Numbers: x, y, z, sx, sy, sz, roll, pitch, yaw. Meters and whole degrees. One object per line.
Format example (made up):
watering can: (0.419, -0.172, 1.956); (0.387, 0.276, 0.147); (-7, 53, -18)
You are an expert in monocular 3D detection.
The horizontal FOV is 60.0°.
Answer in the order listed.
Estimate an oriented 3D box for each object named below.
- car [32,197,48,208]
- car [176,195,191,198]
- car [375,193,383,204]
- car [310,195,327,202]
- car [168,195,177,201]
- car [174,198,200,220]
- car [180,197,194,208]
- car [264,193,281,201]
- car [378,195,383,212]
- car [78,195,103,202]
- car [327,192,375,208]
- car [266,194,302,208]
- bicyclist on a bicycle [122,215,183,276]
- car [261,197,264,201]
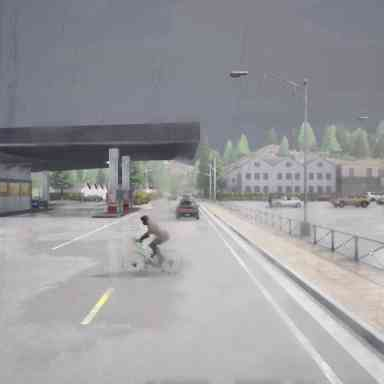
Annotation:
car: (-21.525, 1.479, 45.701); (2.242, 1.667, 4.611); (0, 0, -2)
car: (-0.555, 1.477, 37.894); (1.882, 1.535, 5.008); (0, 0, -1)
car: (30.266, 1.297, 50.045); (4.514, 1.523, 2.007); (0, 0, -2)
car: (26.998, 1.285, 68.902); (5.008, 1.535, 1.882); (0, 0, -1)
car: (-5.013, 1.551, 85.832); (1.994, 1.385, 4.181); (0, 0, -1)
car: (-0.373, 1.504, 27.733); (1.837, 1.490, 4.892); (0, 0, -1)
car: (-0.736, 1.504, 47.871); (1.837, 1.490, 4.892); (0, 0, -1)
car: (12.479, 1.076, 45.965); (3.866, 1.878, 1.905); (0, 0, -2)
car: (20.009, 1.298, 30.397); (4.514, 1.523, 2.007); (0, 0, -2)
car: (-20.654, 1.333, 67.896); (4.902, 1.511, 2.128); (0, 0, -1)
car: (20.423, 1.097, 42.867); (4.605, 1.855, 1.932); (0, 0, -2)
car: (11.947, 1.360, 42.627); (3.806, 1.475, 1.970); (0, 0, -2)
bicyclist on a bicycle: (-1.077, 1.451, 8.946); (1.656, 1.620, 0.582); (-2, 0, -1)
car: (16.758, 1.333, 68.686); (4.902, 1.511, 2.128); (0, 0, -1)
